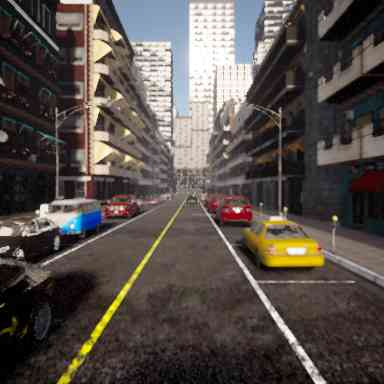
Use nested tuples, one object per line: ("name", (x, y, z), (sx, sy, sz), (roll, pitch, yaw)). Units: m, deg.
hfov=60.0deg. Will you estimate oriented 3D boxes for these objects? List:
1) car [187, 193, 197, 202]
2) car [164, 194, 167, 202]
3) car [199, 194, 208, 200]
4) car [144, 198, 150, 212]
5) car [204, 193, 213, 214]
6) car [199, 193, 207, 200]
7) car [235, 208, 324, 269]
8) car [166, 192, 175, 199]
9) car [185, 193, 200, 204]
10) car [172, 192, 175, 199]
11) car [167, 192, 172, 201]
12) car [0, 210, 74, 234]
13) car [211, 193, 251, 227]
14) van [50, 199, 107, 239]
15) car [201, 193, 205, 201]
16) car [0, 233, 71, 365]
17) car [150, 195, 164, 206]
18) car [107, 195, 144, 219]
("car", (-0.004, 1.027, 66.076), (2.097, 1.767, 4.553), (0, 0, 0))
("car", (-5.703, 1.307, 55.512), (1.802, 1.307, 4.206), (-1, 0, 0))
("car", (2.676, 1.182, 77.891), (1.947, 1.339, 4.313), (-1, 0, 0))
("car", (-5.709, 1.386, 33.104), (2.008, 1.369, 4.403), (-1, 0, 0))
("car", (2.675, 1.150, 33.074), (2.192, 1.841, 5.009), (-1, 0, 0))
("car", (2.673, 1.030, 83.493), (1.967, 1.590, 4.097), (-1, 0, 0))
("car", (2.679, 1.471, 10.837), (1.752, 1.417, 4.829), (-1, 0, 0))
("car", (-5.708, 0.878, 89.122), (2.192, 1.841, 5.009), (-1, 0, 0))
("car", (-0.003, 1.227, 56.066), (1.837, 1.490, 4.892), (0, 0, 0))
("car", (-5.705, 1.167, 77.920), (2.008, 1.369, 4.403), (-1, 0, 0))
("car", (-5.704, 1.222, 66.716), (2.008, 1.369, 4.403), (-1, 0, 0))
("car", (-5.668, 1.497, 10.696), (2.008, 1.369, 4.403), (-1, 0, 0))
("car", (2.676, 1.206, 21.870), (2.192, 1.841, 5.009), (-1, 0, 0))
("van", (-5.671, 1.259, 16.296), (1.690, 1.788, 3.998), (-1, 0, 0))
("car", (2.674, 1.095, 44.279), (2.192, 1.841, 5.009), (-1, 0, 0))
("car", (-3.085, 1.507, 3.577), (1.812, 1.442, 4.674), (0, 0, 0))
("car", (-5.703, 1.335, 49.910), (1.802, 1.307, 4.206), (-1, 0, 0))
("car", (-5.695, 1.178, 27.500), (2.192, 1.841, 5.009), (-1, 0, 0))
